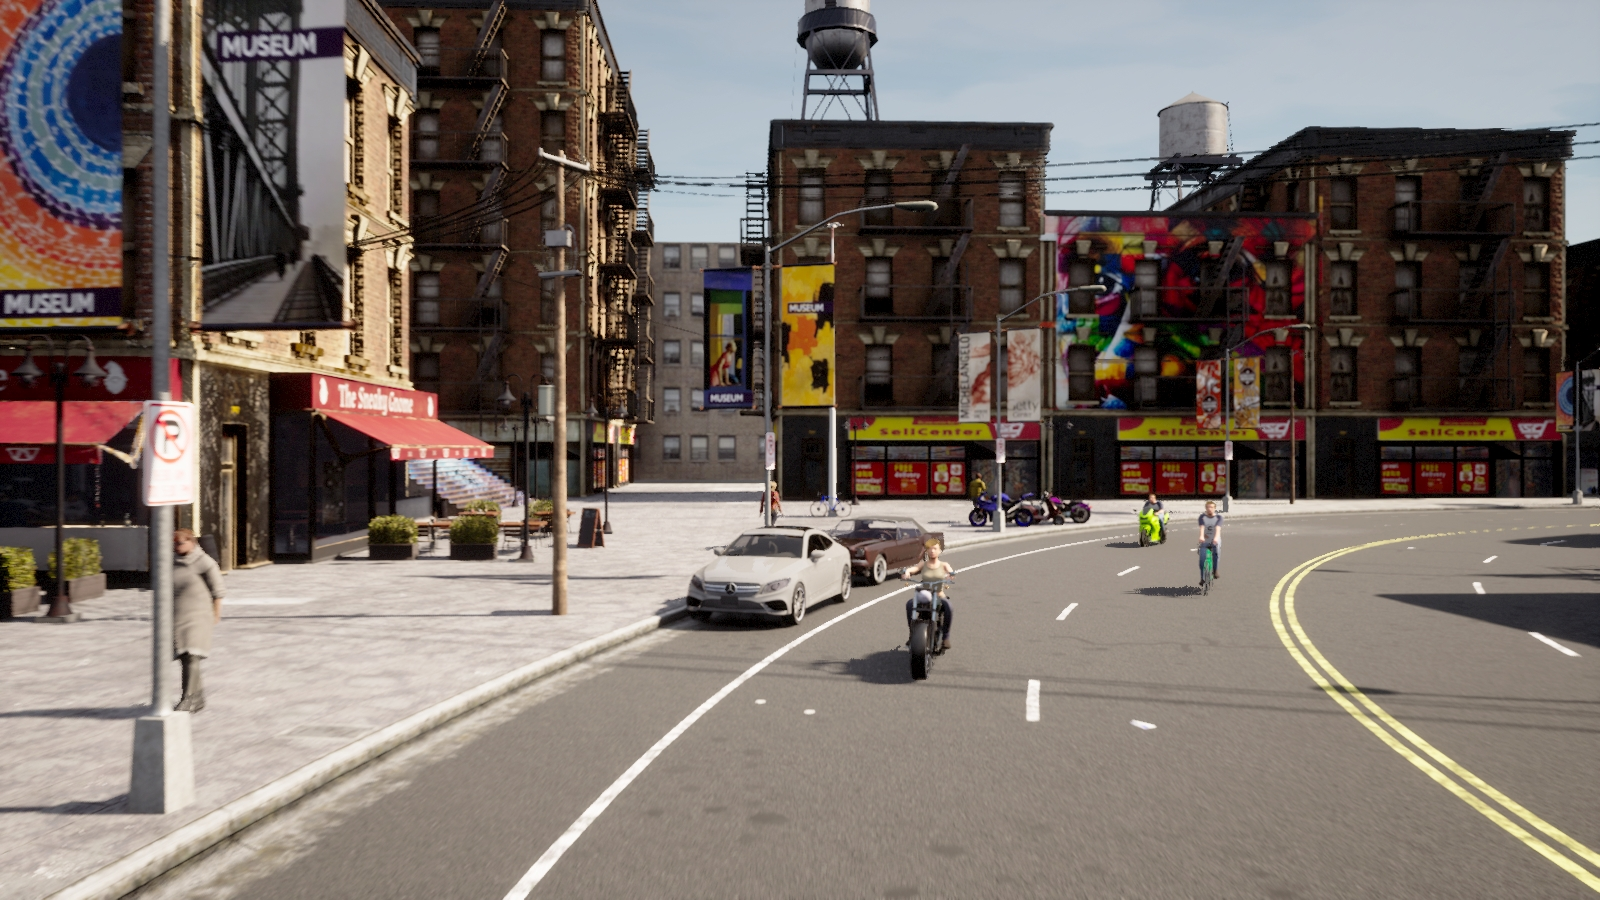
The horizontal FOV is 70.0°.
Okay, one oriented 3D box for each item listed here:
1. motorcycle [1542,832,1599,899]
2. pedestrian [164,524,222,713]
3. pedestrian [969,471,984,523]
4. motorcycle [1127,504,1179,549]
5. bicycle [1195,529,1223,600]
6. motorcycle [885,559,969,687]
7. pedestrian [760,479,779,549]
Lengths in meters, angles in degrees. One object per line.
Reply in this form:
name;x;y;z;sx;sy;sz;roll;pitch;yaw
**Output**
motorcycle;3.565;2.215;3.909;0.803;1.145;2.033;0;-1;3
pedestrian;-6.153;1.695;11.596;0.375;1.860;0.375;0;0;5
pedestrian;6.407;1.697;41.480;0.375;1.860;0.375;0;0;39
motorcycle;10.320;2.215;33.336;0.803;1.145;2.033;1;0;37
bicycle;7.978;2.207;22.263;0.373;1.196;1.643;0;0;25
motorcycle;1.681;2.170;14.809;0.764;1.277;2.356;1;0;14
pedestrian;-0.820;1.698;30.499;0.375;1.860;0.375;0;0;32
